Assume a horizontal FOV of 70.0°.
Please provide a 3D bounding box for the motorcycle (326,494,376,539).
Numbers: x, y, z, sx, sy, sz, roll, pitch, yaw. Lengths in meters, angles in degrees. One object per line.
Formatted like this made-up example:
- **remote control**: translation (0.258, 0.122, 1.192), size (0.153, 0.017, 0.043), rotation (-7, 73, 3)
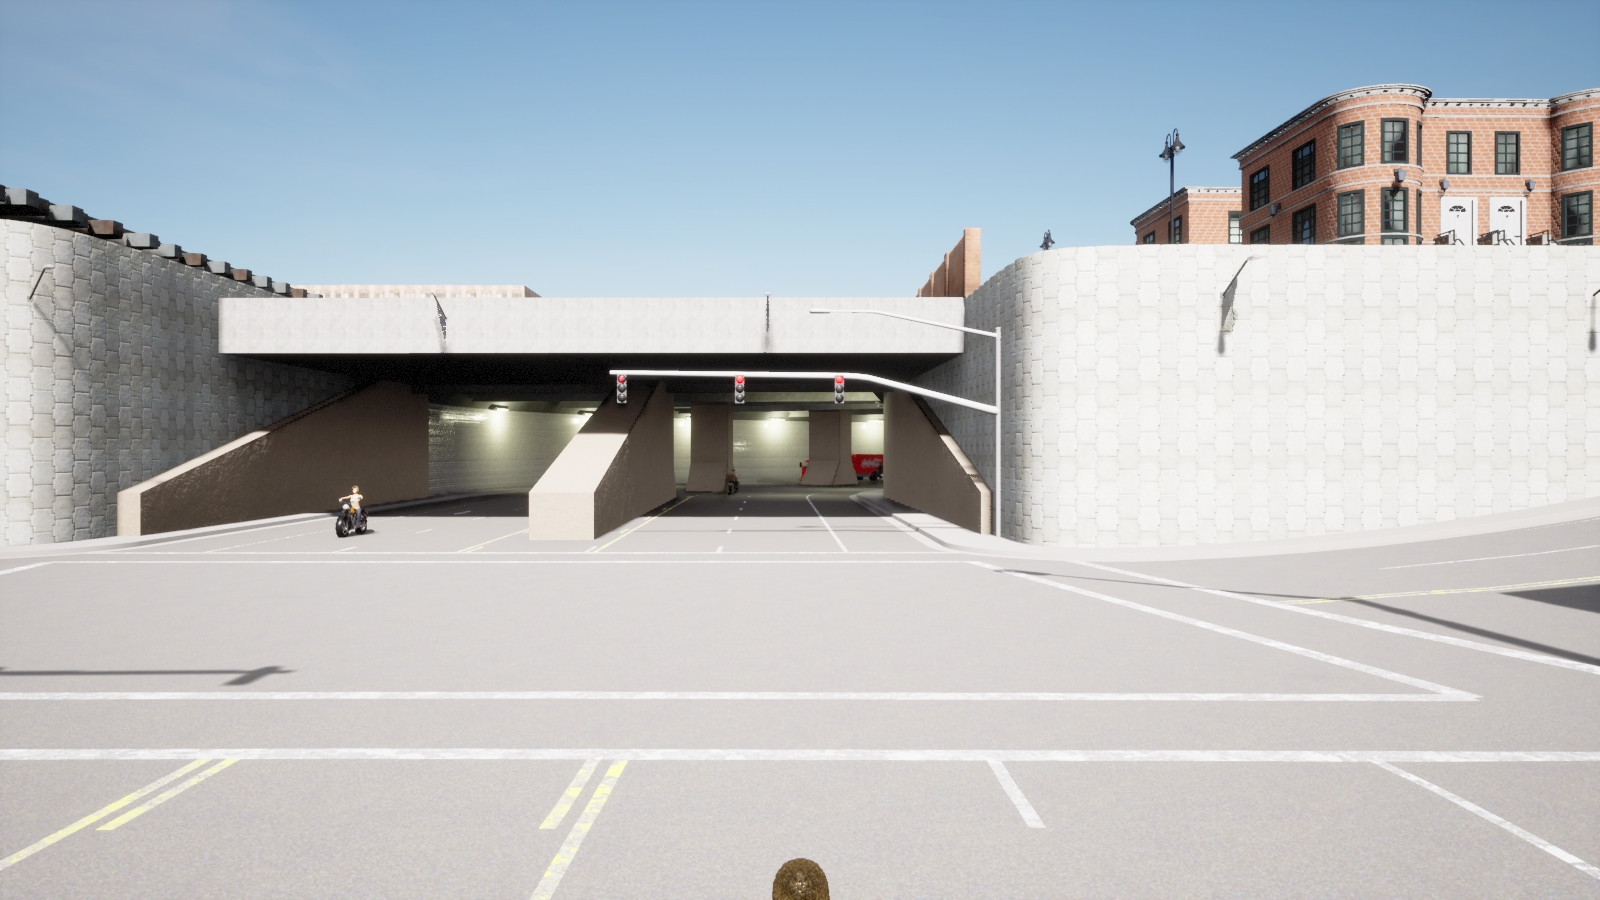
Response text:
- **motorcycle**: translation (-14.636, 2.142, 37.307), size (0.764, 1.332, 2.356), rotation (0, 0, -2)

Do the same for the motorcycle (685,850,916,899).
- **motorcycle**: translation (0.004, 2.174, 3.443), size (0.803, 1.224, 2.033), rotation (0, 0, 0)
